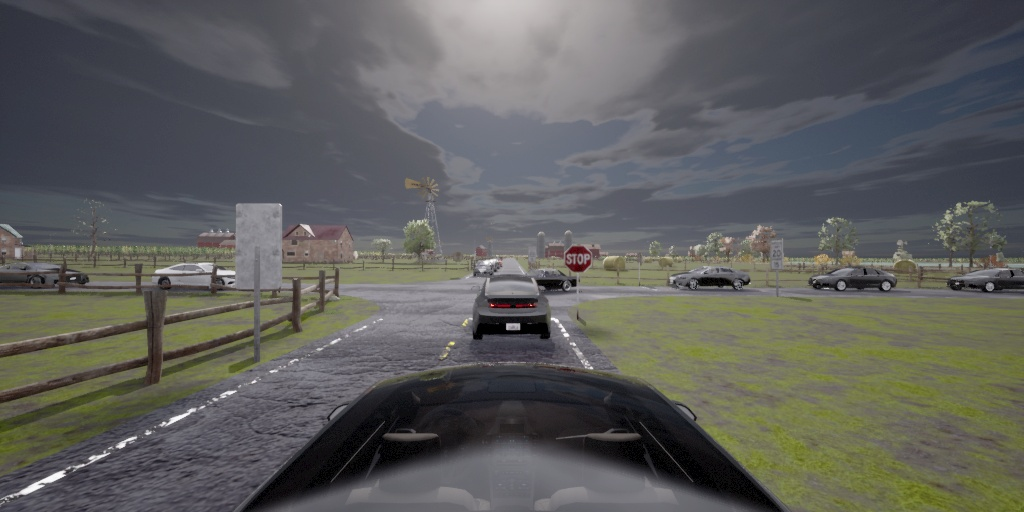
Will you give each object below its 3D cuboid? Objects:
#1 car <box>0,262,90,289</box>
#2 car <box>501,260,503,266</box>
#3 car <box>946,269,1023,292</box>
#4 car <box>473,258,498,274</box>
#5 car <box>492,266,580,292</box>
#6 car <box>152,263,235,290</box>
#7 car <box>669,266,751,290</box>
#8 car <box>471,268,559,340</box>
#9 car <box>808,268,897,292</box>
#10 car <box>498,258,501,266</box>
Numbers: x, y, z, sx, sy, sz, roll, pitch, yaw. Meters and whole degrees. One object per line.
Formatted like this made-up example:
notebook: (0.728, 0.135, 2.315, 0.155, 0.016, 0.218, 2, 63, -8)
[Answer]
car: (-26.364, 1.048, 19.872, 4.181, 1.385, 1.994, 1, -1, -1)
car: (-2.823, 1.240, 55.712, 2.128, 1.511, 4.902, 0, 0, 0)
car: (31.702, 1.586, 23.606, 4.892, 1.490, 1.837, 1, -1, -1)
car: (-2.861, 1.243, 36.725, 2.128, 1.511, 4.902, 0, 0, 0)
car: (1.499, 1.369, 20.084, 4.718, 1.301, 1.895, 1, 0, -35)
car: (-17.244, 1.104, 19.994, 4.674, 1.442, 1.812, 1, -1, -1)
car: (12.797, 1.396, 23.313, 4.902, 1.511, 2.128, 1, -1, -2)
car: (-0.074, 1.256, 10.038, 1.837, 1.490, 4.892, 0, 0, -2)
car: (22.199, 1.499, 23.485, 4.892, 1.490, 1.837, 1, -1, -1)
car: (-2.854, 1.241, 46.170, 2.128, 1.511, 4.902, 0, 0, 0)
